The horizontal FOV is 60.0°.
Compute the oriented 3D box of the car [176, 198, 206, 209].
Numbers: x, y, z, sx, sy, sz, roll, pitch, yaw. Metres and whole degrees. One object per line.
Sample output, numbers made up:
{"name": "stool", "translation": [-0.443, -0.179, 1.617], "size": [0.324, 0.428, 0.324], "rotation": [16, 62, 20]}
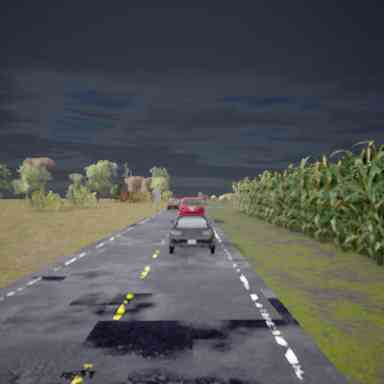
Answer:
{"name": "car", "translation": [0.007, 1.508, 29.026], "size": [2.150, 2.045, 5.566], "rotation": [0, 0, 0]}

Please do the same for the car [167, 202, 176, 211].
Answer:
{"name": "car", "translation": [-2.736, 2.111, 49.646], "size": [1.895, 1.301, 4.718], "rotation": [0, -1, 0]}

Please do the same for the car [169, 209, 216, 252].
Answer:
{"name": "car", "translation": [0.007, 1.667, 14.382], "size": [1.812, 1.442, 4.674], "rotation": [0, 0, 0]}
